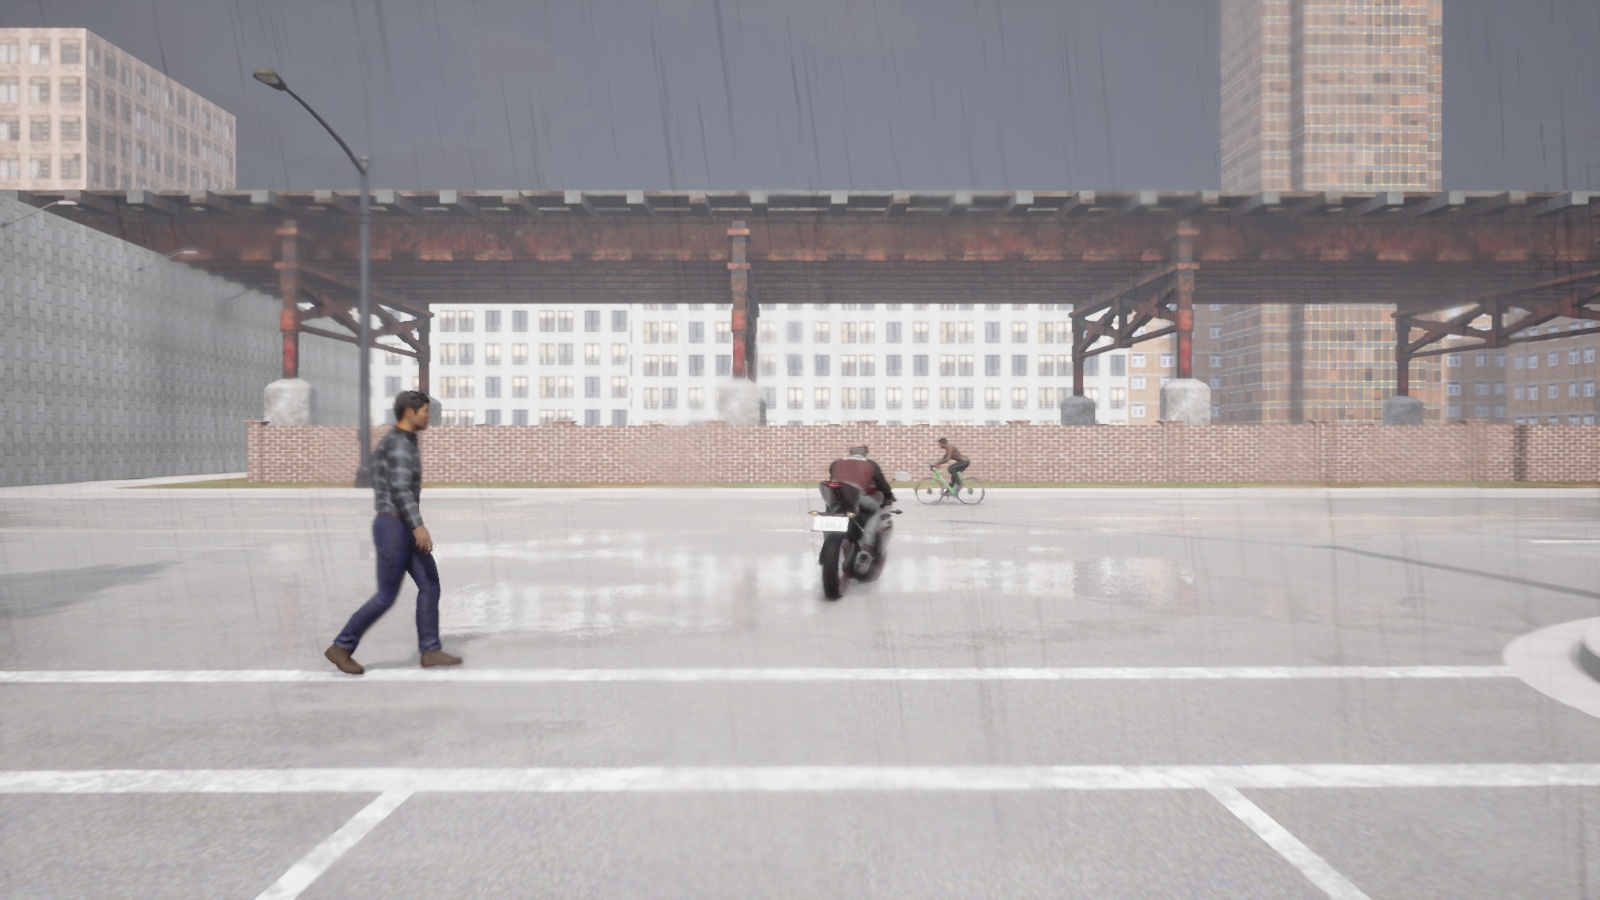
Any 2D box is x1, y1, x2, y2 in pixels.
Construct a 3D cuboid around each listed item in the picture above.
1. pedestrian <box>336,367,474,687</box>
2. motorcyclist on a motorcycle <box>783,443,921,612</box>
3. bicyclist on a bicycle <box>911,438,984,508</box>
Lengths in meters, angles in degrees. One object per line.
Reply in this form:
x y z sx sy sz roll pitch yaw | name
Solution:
-2.485 0.469 7.947 0.788 1.949 0.423 0 0 -12 | pedestrian
0.578 0.710 12.751 0.866 1.530 2.191 2 1 16 | motorcyclist on a motorcycle
3.478 0.535 29.691 1.656 1.620 0.582 0 0 1 | bicyclist on a bicycle
